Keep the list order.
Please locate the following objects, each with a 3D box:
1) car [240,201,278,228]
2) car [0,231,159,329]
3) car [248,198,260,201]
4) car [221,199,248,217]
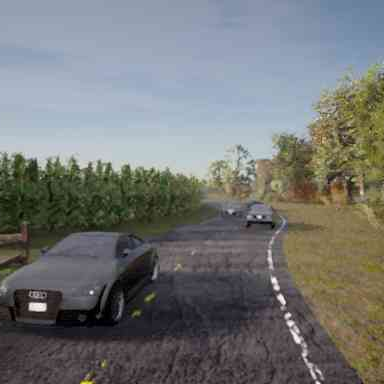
[{"bbox_3d":[4.809,1.587,22.740,2.033,1.411,5.357,0,0,16],"label":"car"},{"bbox_3d":[-2.051,1.554,7.003,1.994,1.385,4.181,0,0,8],"label":"car"},{"bbox_3d":[7.821,1.549,43.126,1.837,1.490,4.892,0,0,1],"label":"car"},{"bbox_3d":[3.805,1.521,31.147,2.128,1.511,4.902,0,0,11],"label":"car"}]
